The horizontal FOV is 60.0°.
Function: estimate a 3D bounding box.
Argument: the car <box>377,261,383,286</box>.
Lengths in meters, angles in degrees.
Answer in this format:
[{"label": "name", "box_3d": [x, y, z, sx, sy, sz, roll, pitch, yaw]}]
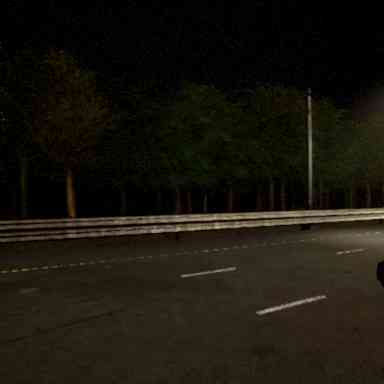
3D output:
[{"label": "car", "box_3d": [6.479, 1.754, 7.788, 4.718, 1.301, 1.895, 1, -1, -33]}]
